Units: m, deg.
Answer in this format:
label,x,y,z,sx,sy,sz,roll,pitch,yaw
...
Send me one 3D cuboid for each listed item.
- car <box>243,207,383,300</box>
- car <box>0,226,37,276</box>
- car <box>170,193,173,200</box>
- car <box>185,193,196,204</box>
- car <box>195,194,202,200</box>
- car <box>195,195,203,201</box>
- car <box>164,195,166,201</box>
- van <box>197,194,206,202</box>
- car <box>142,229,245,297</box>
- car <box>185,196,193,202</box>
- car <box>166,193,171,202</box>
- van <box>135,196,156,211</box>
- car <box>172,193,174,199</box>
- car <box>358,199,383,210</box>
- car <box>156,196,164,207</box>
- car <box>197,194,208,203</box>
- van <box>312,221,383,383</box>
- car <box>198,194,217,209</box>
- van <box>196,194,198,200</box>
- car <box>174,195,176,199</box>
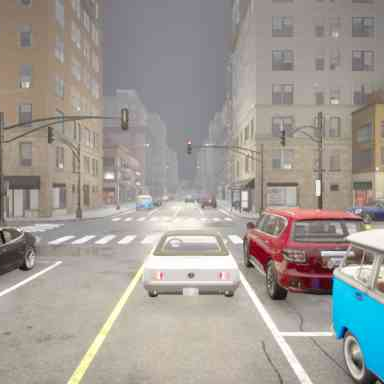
label,x,y,z,sx,sy,sz,roll,pitch,yaw
car,2.573,1.315,8.294,2.192,1.841,5.009,0,0,-1
car,-5.452,1.566,8.220,1.947,1.339,4.313,0,0,-1
car,-6.101,1.539,78.025,2.008,1.369,4.403,0,0,-1
car,-0.479,1.483,65.100,2.128,1.511,4.902,0,0,-1
car,1.808,1.425,94.318,1.967,1.590,4.097,0,0,-1
car,1.861,1.511,89.082,1.752,1.417,4.829,0,0,-1
car,-5.908,1.538,56.401,1.887,1.381,4.507,0,0,-1
van,2.026,1.331,72.695,1.690,1.788,3.998,0,0,-1
car,-0.018,1.601,8.513,1.895,1.301,4.718,0,0,0
car,-0.679,1.584,75.464,1.895,1.301,4.718,0,0,-1
car,-6.051,1.515,72.450,1.752,1.417,4.829,0,0,-1
van,-5.764,1.337,40.183,1.690,1.788,3.998,0,0,-1
car,-6.149,1.553,83.431,1.947,1.339,4.313,0,0,-1
car,13.090,1.286,23.263,4.553,1.767,2.097,0,0,-1
car,-5.860,1.560,50.995,1.947,1.339,4.313,0,0,-1
car,2.081,1.306,67.289,2.192,1.841,5.009,0,0,-1
van,2.623,1.341,2.783,1.690,1.788,3.998,0,0,-1
car,2.298,1.310,45.664,2.192,1.841,5.009,0,0,-1
van,2.135,1.333,61.882,1.690,1.788,3.998,0,0,-1
car,-6.197,1.301,88.837,2.192,1.841,5.009,0,0,-1
